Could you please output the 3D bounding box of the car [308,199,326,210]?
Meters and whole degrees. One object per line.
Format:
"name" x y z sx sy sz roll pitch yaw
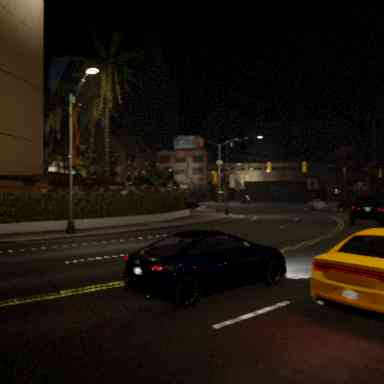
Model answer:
"car" 18.152 1.785 48.413 1.812 1.442 4.674 0 0 9

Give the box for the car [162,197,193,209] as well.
"car" -2.247 1.664 51.720 4.553 1.767 2.097 0 0 11

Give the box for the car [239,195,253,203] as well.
"car" 13.113 1.937 80.434 2.097 1.535 5.008 0 0 9

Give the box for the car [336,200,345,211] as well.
"car" 21.196 1.800 45.414 1.994 1.385 4.181 0 0 9

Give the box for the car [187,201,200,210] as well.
"car" -1.225 1.813 47.845 4.674 1.442 1.812 0 -1 14

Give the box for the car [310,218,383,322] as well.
"car" 4.433 1.514 7.025 5.008 1.535 1.882 0 0 -41

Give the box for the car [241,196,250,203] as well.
"car" 13.980 1.848 86.803 2.185 1.767 4.553 0 0 9

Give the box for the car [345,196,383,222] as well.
"car" 13.225 1.352 25.462 2.150 2.045 5.566 0 0 23

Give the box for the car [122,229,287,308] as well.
"car" 0.431 1.614 8.150 4.181 1.385 1.994 0 0 -39
